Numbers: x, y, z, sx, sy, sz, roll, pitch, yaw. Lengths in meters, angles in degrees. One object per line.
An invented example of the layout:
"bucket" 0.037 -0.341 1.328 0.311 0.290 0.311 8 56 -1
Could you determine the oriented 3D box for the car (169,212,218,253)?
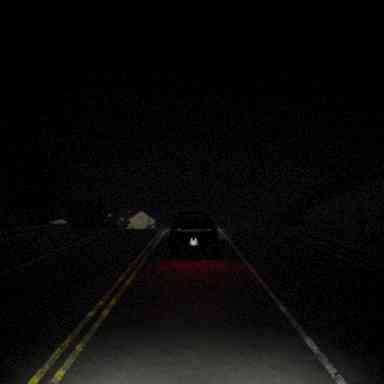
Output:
"car" 0.071 1.574 14.070 2.128 1.511 4.902 0 0 0
